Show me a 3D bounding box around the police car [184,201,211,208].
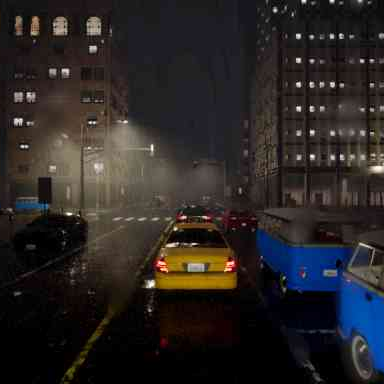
[{"bbox_3d":[0.106,1.505,19.415,2.038,1.542,4.974,0,0,0],"label":"police car"}]

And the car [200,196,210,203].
[{"bbox_3d":[2.707,1.517,68.886,1.887,1.381,4.507,1,0,0],"label":"car"}]

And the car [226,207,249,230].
[{"bbox_3d":[2.702,1.545,19.488,1.887,1.381,4.507,1,0,0],"label":"car"}]

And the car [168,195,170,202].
[{"bbox_3d":[-5.674,1.560,63.237,1.802,1.307,4.206,1,0,0],"label":"car"}]

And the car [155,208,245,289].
[{"bbox_3d":[0.098,1.458,9.095,1.801,1.575,5.366,0,0,0],"label":"car"}]

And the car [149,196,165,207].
[{"bbox_3d":[-5.676,1.572,51.933,1.802,1.307,4.206,1,0,0],"label":"car"}]

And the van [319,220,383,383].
[{"bbox_3d":[2.704,1.342,2.758,1.690,1.788,3.998,1,0,0],"label":"van"}]

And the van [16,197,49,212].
[{"bbox_3d":[-19.732,1.525,40.804,3.998,1.788,1.690,0,0,1],"label":"van"}]

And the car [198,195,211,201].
[{"bbox_3d":[2.706,1.529,63.235,2.008,1.369,4.403,1,0,0],"label":"car"}]

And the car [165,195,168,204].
[{"bbox_3d":[-5.673,1.425,57.586,1.967,1.590,4.097,1,0,0],"label":"car"}]

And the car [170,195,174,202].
[{"bbox_3d":[-5.673,1.517,74.539,2.008,1.369,4.403,1,0,0],"label":"car"}]

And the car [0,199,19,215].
[{"bbox_3d":[-19.840,1.620,32.423,4.403,1.369,2.008,0,0,1],"label":"car"}]

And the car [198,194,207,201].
[{"bbox_3d":[2.710,1.393,85.841,1.967,1.590,4.097,1,0,0],"label":"car"}]

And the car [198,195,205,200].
[{"bbox_3d":[2.709,1.472,91.663,1.752,1.417,4.829,1,0,0],"label":"car"}]

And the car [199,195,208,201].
[{"bbox_3d":[2.708,1.510,80.189,2.008,1.369,4.403,1,0,0],"label":"car"}]

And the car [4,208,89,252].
[{"bbox_3d":[-5.679,1.567,13.918,1.947,1.339,4.313,1,0,0],"label":"car"}]

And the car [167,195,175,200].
[{"bbox_3d":[-5.671,1.472,91.325,1.752,1.417,4.829,1,0,0],"label":"car"}]

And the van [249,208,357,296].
[{"bbox_3d":[2.704,1.343,8.335,1.690,1.788,3.998,1,0,0],"label":"van"}]
